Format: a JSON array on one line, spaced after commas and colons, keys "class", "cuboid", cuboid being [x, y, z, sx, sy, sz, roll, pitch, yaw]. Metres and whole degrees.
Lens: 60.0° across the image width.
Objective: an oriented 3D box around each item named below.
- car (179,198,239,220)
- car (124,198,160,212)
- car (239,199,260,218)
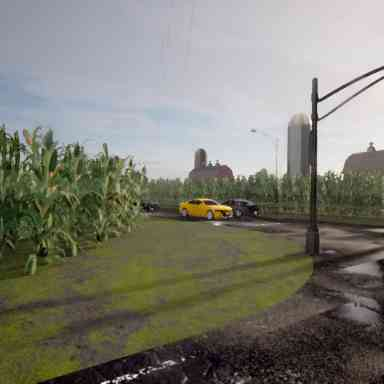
[{"class": "car", "cuboid": [1.023, 1.279, 26.021, 1.882, 1.535, 5.008, 2, 0, -38]}, {"class": "car", "cuboid": [-5.171, 1.322, 33.950, 1.895, 1.301, 4.718, 2, 0, -38]}, {"class": "car", "cuboid": [3.634, 1.380, 28.760, 1.837, 1.490, 4.892, 1, 0, -39]}]
